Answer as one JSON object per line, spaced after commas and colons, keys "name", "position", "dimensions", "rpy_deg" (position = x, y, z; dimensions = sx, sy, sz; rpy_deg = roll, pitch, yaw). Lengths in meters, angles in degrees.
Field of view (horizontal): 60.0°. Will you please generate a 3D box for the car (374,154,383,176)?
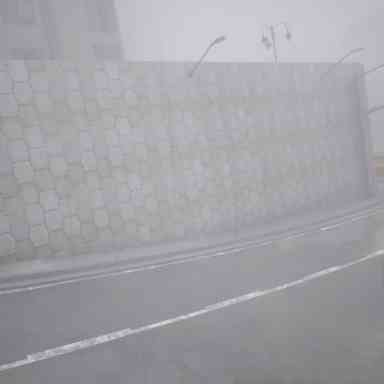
{"name": "car", "position": [15.936, -2.324, 31.488], "dimensions": [1.882, 1.535, 5.008], "rpy_deg": [-15, 9, -35]}
